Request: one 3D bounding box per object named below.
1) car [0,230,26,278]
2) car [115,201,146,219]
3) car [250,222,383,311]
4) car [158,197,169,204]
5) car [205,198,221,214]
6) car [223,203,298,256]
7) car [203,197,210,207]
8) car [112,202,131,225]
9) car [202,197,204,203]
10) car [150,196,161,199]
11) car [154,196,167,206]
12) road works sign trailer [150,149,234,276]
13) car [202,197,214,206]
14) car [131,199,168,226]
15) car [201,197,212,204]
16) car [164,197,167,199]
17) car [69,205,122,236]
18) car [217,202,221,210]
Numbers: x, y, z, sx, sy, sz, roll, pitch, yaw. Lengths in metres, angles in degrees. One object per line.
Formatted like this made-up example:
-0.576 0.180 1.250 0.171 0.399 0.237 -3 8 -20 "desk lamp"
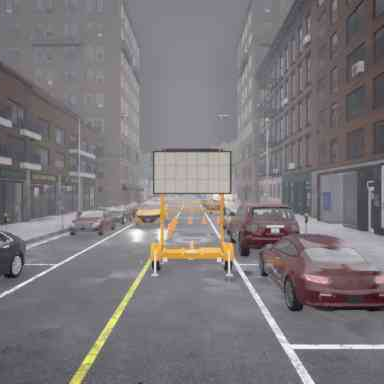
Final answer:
-5.384 1.551 7.432 2.008 1.369 4.403 0 0 0 "car"
-5.370 1.545 29.508 1.887 1.381 4.507 0 0 0 "car"
2.641 1.582 7.434 1.802 1.307 4.206 0 0 0 "car"
-5.349 1.601 62.620 1.802 1.307 4.206 0 0 0 "car"
2.659 1.583 35.025 1.802 1.307 4.206 0 0 0 "car"
2.645 1.315 12.952 2.192 1.841 5.009 0 0 0 "car"
2.662 1.584 40.543 1.802 1.307 4.206 0 0 0 "car"
-5.373 1.551 23.989 2.008 1.369 4.403 0 0 0 "car"
2.665 1.531 46.232 1.752 1.417 4.829 0 0 0 "car"
-5.363 1.553 40.545 2.008 1.369 4.403 0 0 0 "car"
-5.353 1.454 57.101 1.967 1.590 4.097 0 0 0 "car"
0.006 0.464 10.321 2.380 3.560 2.880 0 0 0 "road works sign trailer"
2.672 1.596 57.098 1.802 1.307 4.206 0 0 0 "car"
-2.736 1.478 23.338 1.882 1.535 5.008 0 0 0 "car"
2.676 1.585 62.617 1.947 1.339 4.313 0 0 0 "car"
-5.356 1.535 51.412 1.752 1.417 4.829 0 0 0 "car"
-5.377 1.582 18.470 1.802 1.307 4.206 0 0 0 "car"
2.644 1.525 18.639 1.752 1.417 4.829 0 0 0 "car"
